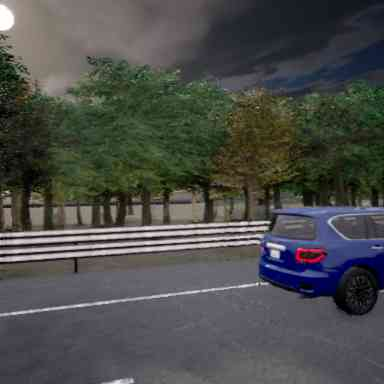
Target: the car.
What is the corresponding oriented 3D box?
[{"bbox_3d":[4.242,1.343,7.777,5.566,2.045,2.150,-1,-2,-20],"label":"car"}]
